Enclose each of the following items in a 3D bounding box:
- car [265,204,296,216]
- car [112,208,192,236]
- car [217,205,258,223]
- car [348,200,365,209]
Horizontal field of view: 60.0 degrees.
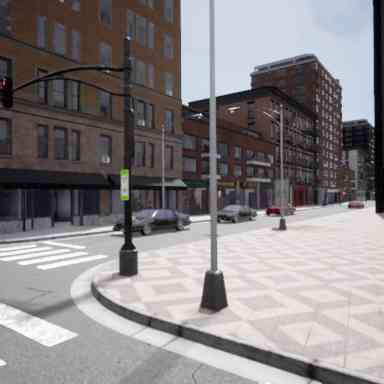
[{"bbox_3d":[9.744,1.924,36.468,1.895,1.301,4.718,-1,-1,36],"label":"car"},{"bbox_3d":[-2.181,1.702,19.936,2.033,1.411,5.357,-1,-1,36],"label":"car"},{"bbox_3d":[3.728,1.787,28.142,2.033,1.411,5.357,-1,-1,35],"label":"car"},{"bbox_3d":[27.456,2.056,55.600,1.994,1.385,4.181,-1,-1,36],"label":"car"}]
